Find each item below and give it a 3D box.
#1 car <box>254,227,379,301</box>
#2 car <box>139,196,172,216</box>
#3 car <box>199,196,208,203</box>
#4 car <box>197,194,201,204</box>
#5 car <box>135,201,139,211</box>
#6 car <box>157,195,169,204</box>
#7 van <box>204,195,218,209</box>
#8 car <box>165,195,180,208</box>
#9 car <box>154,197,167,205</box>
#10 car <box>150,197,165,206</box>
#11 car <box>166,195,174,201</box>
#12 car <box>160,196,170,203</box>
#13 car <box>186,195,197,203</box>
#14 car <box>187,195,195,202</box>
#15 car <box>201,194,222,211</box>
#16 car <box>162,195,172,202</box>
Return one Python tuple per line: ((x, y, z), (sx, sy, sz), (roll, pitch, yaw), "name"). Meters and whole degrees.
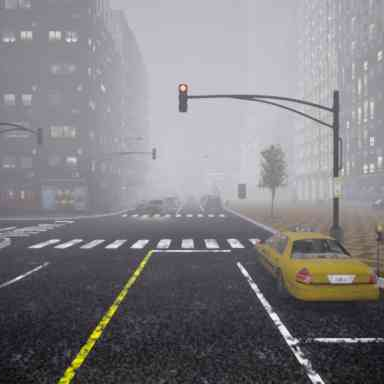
((2.663, 1.525, 8.264), (1.752, 1.417, 4.829), (0, 0, 0), "car")
((-3.541, 1.487, 33.215), (1.882, 1.535, 5.008), (0, 0, 5), "car")
((2.473, 1.607, 73.666), (1.887, 1.381, 4.507), (0, 0, 0), "car")
((2.504, 1.358, 62.613), (2.192, 1.841, 5.009), (0, 0, 0), "car")
((-5.810, 1.565, 40.483), (2.008, 1.369, 4.403), (0, 0, 0), "car")
((-5.892, 1.493, 68.116), (1.967, 1.590, 4.097), (0, 0, 0), "car")
((2.552, 1.361, 46.033), (1.690, 1.788, 3.998), (0, 0, 0), "van")
((-3.239, 1.531, 50.098), (1.837, 1.490, 4.892), (0, -1, 0), "car")
((-5.875, 1.588, 62.588), (1.887, 1.381, 4.507), (0, 0, 0), "car")
((-5.859, 1.585, 57.062), (2.008, 1.369, 4.403), (0, 0, 0), "car")
((-5.954, 1.619, 90.052), (1.752, 1.417, 4.829), (0, 0, 0), "car")
((-5.907, 1.644, 73.643), (1.802, 1.307, 4.206), (0, 0, 0), "car")
((-0.202, 1.608, 69.691), (1.994, 1.385, 4.181), (0, 0, 0), "car")
((-0.230, 1.464, 79.693), (1.882, 1.535, 5.008), (0, 0, 0), "car")
((2.568, 1.330, 40.507), (2.192, 1.841, 5.009), (0, 0, 0), "car")
((-5.924, 1.512, 79.169), (1.967, 1.590, 4.097), (0, 0, 0), "car")
